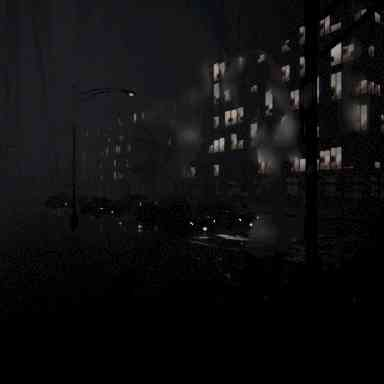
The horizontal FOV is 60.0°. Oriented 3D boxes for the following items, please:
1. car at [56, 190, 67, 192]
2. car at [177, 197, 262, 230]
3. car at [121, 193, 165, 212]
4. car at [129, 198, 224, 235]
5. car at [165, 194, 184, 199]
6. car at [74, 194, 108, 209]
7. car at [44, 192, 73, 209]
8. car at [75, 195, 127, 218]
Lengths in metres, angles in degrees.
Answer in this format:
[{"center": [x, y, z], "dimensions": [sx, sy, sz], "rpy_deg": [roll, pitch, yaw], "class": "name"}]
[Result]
[{"center": [-25.406, 0.300, 64.824], "dimensions": [1.812, 1.442, 4.674], "rpy_deg": [0, 1, -38], "class": "car"}, {"center": [1.576, 1.289, 19.667], "dimensions": [2.033, 1.411, 5.357], "rpy_deg": [0, 1, -36], "class": "car"}, {"center": [-4.613, 0.911, 27.468], "dimensions": [2.097, 1.767, 4.553], "rpy_deg": [0, 1, -38], "class": "car"}, {"center": [-1.030, 1.292, 17.668], "dimensions": [2.033, 1.411, 5.357], "rpy_deg": [0, 1, -38], "class": "car"}, {"center": [-2.236, 0.959, 35.272], "dimensions": [2.128, 1.511, 4.902], "rpy_deg": [0, 1, -38], "class": "car"}, {"center": [-10.810, 0.976, 35.360], "dimensions": [1.895, 1.301, 4.718], "rpy_deg": [0, 1, -38], "class": "car"}, {"center": [-13.242, 0.947, 33.194], "dimensions": [1.994, 1.385, 4.181], "rpy_deg": [0, 1, -38], "class": "car"}, {"center": [-7.043, 1.092, 25.294], "dimensions": [1.812, 1.442, 4.674], "rpy_deg": [0, 1, -38], "class": "car"}]
